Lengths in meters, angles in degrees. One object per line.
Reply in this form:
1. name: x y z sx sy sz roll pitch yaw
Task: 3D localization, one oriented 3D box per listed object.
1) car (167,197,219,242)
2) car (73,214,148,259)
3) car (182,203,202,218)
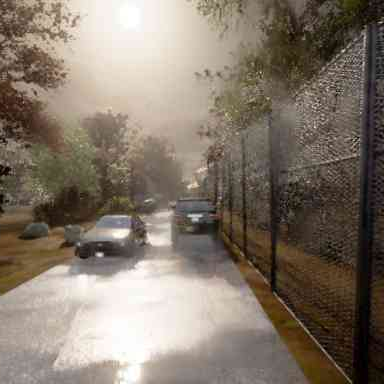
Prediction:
1. car: 0.128 1.279 16.812 2.150 2.045 5.566 -1 0 0
2. car: -2.869 1.585 12.989 2.033 1.411 5.357 0 0 0
3. car: 0.001 1.854 34.679 1.994 1.385 4.181 0 -1 0
